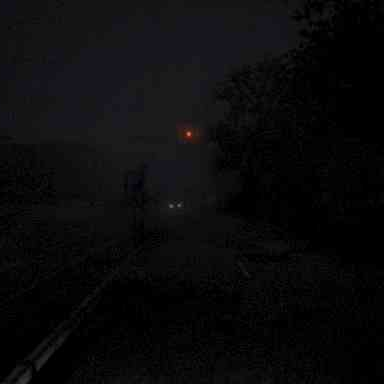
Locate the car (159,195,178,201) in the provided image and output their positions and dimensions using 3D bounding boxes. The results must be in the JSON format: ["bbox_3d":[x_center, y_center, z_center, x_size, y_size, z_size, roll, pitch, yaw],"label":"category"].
[{"bbox_3d":[-6.641,1.696,92.606,5.008,1.535,2.097,-1,0,-11],"label":"car"}]

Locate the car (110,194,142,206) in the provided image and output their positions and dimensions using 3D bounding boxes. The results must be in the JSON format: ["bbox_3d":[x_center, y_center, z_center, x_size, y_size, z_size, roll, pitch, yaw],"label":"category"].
[{"bbox_3d":[-11.460,1.591,56.726,4.792,1.488,2.163,-1,0,-15],"label":"car"}]

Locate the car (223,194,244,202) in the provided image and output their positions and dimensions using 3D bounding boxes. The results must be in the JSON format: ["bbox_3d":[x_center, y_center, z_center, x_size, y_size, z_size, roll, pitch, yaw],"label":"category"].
[{"bbox_3d":[10.335,1.467,82.865,4.553,1.767,2.185,1,0,-11],"label":"car"}]

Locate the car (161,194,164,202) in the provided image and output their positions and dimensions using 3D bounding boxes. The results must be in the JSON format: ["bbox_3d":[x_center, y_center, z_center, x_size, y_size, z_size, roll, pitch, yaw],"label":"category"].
[{"bbox_3d":[-9.288,1.667,74.678,4.674,1.452,2.002,-1,-1,-13],"label":"car"}]

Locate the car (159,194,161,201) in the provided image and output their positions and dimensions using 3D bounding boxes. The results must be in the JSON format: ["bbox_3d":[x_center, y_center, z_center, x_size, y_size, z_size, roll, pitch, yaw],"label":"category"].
[{"bbox_3d":[-9.660,1.655,71.676,4.674,1.452,2.002,-1,0,-13],"label":"car"}]

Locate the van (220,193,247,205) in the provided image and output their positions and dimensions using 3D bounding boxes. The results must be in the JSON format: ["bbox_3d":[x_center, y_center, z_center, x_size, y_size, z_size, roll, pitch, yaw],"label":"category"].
[{"bbox_3d":[7.267,1.286,59.326,4.442,1.987,1.878,1,0,-14],"label":"van"}]

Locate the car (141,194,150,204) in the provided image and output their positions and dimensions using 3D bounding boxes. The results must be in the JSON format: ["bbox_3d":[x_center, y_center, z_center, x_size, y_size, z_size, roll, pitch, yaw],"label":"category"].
[{"bbox_3d":[-10.816,1.560,59.718,5.366,1.575,1.946,-1,-1,-15],"label":"car"}]

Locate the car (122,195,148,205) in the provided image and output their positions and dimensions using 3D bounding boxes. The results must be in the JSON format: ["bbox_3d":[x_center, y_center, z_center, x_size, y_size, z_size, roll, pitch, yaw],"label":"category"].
[{"bbox_3d":[-10.724,1.453,62.671,4.553,1.767,2.185,-1,-1,-14],"label":"car"}]

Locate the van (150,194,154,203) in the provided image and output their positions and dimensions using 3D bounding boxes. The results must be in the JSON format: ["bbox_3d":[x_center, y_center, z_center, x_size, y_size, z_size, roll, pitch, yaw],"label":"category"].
[{"bbox_3d":[-10.259,1.363,65.711,4.442,1.987,1.878,-1,-1,-14],"label":"van"}]

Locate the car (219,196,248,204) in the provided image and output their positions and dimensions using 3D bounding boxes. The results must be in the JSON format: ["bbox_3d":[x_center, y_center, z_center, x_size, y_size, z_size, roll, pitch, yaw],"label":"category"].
[{"bbox_3d":[8.185,1.532,65.288,5.366,1.575,1.946,1,0,-13],"label":"car"}]

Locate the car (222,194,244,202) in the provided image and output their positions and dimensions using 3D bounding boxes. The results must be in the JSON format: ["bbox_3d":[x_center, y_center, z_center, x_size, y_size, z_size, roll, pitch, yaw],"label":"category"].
[{"bbox_3d":[9.437,1.447,76.995,4.553,1.767,2.185,1,0,-12],"label":"car"}]

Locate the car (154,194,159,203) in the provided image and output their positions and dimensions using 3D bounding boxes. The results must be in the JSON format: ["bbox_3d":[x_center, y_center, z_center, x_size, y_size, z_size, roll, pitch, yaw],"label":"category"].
[{"bbox_3d":[-10.032,1.604,68.681,4.892,1.521,2.231,-1,-1,-14],"label":"car"}]

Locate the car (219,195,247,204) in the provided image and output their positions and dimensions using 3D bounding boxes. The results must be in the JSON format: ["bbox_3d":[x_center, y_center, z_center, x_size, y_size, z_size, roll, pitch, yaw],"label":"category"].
[{"bbox_3d":[7.649,1.398,62.295,4.553,1.767,2.185,1,0,-14],"label":"car"}]

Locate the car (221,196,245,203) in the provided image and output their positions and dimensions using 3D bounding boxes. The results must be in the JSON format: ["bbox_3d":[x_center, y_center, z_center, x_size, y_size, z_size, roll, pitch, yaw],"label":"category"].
[{"bbox_3d":[8.699,1.593,71.127,4.674,1.452,2.002,1,0,-13],"label":"car"}]

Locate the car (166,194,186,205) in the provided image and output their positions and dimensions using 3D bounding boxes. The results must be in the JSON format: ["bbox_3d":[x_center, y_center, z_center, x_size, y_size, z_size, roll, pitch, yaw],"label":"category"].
[{"bbox_3d":[-2.892,1.419,62.401,2.097,1.767,4.553,0,0,6],"label":"car"}]

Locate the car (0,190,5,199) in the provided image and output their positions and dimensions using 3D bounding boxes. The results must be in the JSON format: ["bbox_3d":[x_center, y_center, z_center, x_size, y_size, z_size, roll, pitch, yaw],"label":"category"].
[{"bbox_3d":[-28.179,0.331,47.595,2.002,1.452,4.674,6,-3,-19],"label":"car"}]

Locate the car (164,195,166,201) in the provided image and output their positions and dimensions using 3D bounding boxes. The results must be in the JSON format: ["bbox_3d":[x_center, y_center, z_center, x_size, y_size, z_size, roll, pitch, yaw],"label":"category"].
[{"bbox_3d":[-8.475,1.690,80.660,4.674,1.452,2.002,-1,0,-12],"label":"car"}]

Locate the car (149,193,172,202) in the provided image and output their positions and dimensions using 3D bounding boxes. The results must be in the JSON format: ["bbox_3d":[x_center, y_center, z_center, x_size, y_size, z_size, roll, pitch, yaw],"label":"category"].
[{"bbox_3d":[-8.025,1.410,83.668,5.566,2.045,2.435,-1,-1,-12],"label":"car"}]
